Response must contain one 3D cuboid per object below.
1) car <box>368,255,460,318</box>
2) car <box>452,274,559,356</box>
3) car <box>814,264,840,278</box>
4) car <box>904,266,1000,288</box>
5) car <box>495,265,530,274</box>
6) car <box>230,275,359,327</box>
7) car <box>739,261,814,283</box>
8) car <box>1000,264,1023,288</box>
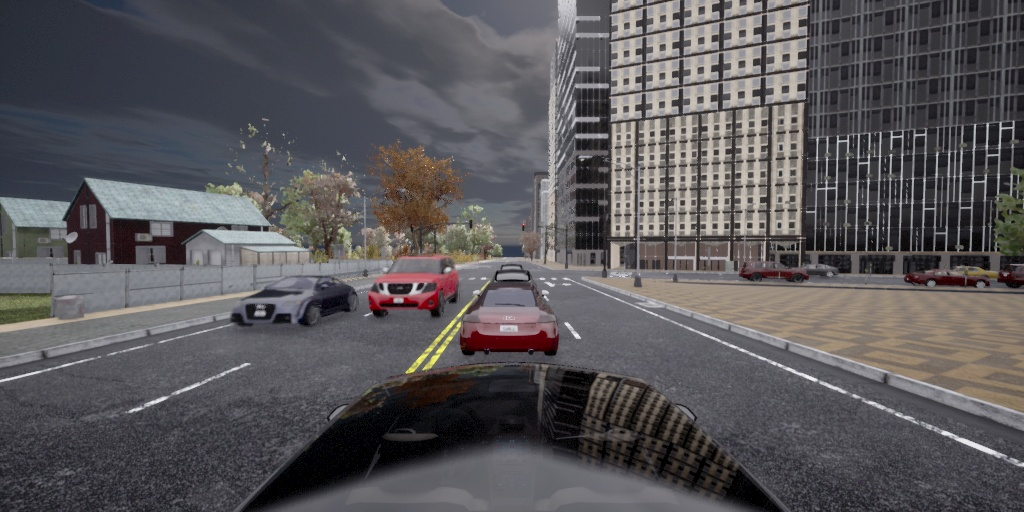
[{"bbox_3d":[-3.320,0.969,13.334,2.150,2.045,5.566,0,0,0],"label":"car"},{"bbox_3d":[-0.032,1.311,8.642,1.994,1.385,4.181,0,0,1],"label":"car"},{"bbox_3d":[31.006,1.468,37.172,4.403,1.370,2.007,0,0,20],"label":"car"},{"bbox_3d":[33.630,1.715,27.829,4.507,1.381,1.888,0,0,20],"label":"car"},{"bbox_3d":[0.030,1.250,14.027,1.837,1.490,4.892,0,0,0],"label":"car"},{"bbox_3d":[-6.582,1.310,11.368,1.994,1.385,4.181,0,0,0],"label":"car"},{"bbox_3d":[22.979,1.393,31.715,5.009,1.841,2.192,0,0,20],"label":"car"},{"bbox_3d":[38.955,1.530,25.886,5.009,1.841,2.192,0,0,20],"label":"car"}]
